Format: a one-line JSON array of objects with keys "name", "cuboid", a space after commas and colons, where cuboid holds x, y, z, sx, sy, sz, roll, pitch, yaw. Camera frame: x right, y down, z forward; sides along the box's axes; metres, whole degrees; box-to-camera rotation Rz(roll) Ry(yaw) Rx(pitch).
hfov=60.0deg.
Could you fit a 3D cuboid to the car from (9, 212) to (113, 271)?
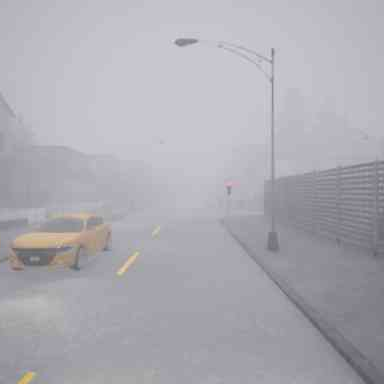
[{"name": "car", "cuboid": [-4.053, 1.469, 11.100, 1.882, 1.535, 5.008, 0, 0, 0]}]
